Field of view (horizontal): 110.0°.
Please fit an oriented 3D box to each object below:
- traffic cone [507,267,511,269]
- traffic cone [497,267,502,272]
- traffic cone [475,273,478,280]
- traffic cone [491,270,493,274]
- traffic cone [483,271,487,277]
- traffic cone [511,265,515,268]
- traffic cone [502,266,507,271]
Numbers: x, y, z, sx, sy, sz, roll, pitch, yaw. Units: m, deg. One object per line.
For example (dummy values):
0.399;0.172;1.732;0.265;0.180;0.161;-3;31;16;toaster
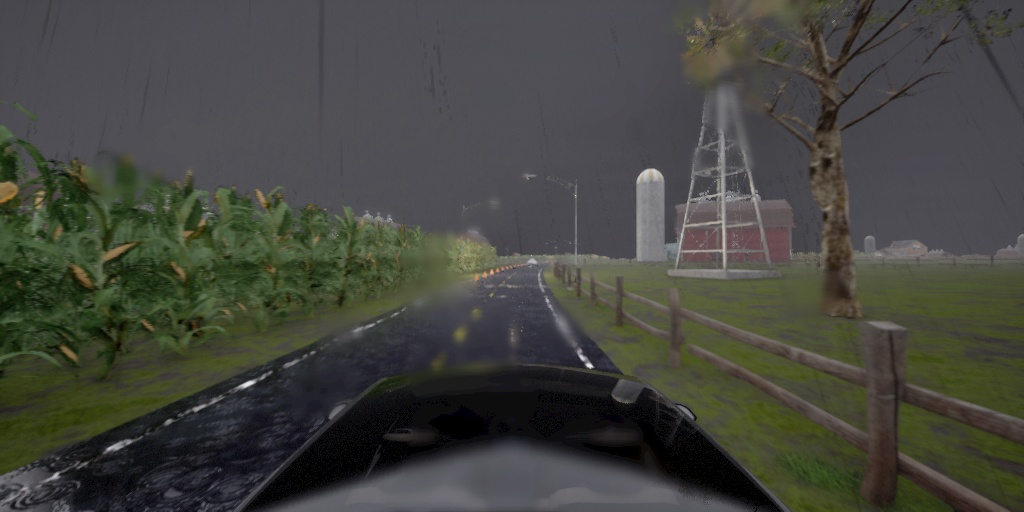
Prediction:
-0.755;1.734;55.023;0.340;0.580;0.340;0;0;7;traffic cone
-1.797;1.726;45.024;0.340;0.580;0.340;0;0;5;traffic cone
-2.963;1.716;29.991;0.340;0.580;0.340;0;0;4;traffic cone
-2.239;1.722;40.018;0.340;0.580;0.340;0;0;5;traffic cone
-2.628;1.719;35.006;0.340;0.580;0.340;0;0;4;traffic cone
-0.155;1.738;60.013;0.340;0.580;0.340;0;0;7;traffic cone
-1.302;1.730;50.026;0.340;0.580;0.340;0;0;6;traffic cone
